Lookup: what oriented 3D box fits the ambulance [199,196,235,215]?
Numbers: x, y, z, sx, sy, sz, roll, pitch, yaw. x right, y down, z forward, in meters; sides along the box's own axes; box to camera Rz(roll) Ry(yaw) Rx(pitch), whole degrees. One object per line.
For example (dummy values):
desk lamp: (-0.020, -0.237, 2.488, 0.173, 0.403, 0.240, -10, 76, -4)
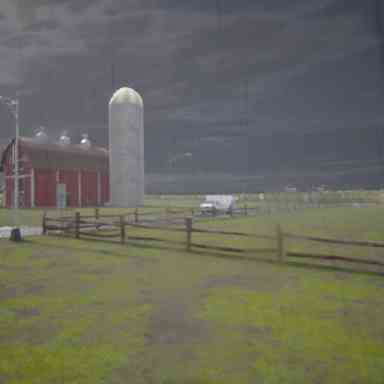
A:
ambulance: (3.458, 1.781, 45.474, 2.351, 2.431, 6.366, -1, -1, 35)
